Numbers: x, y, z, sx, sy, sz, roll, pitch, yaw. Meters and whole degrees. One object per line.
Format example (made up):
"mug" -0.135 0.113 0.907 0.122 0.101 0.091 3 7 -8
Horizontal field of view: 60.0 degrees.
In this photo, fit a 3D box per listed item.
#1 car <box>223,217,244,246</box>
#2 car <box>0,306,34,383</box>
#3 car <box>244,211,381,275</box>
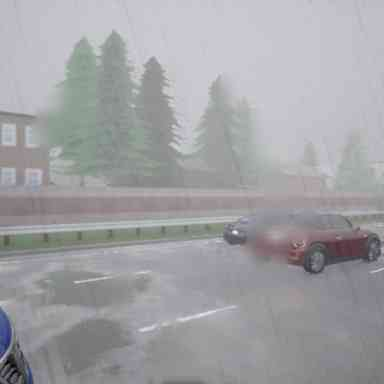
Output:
"car" 3.400 1.624 14.618 4.181 1.385 1.994 1 0 -35
"car" -3.628 1.191 1.213 5.566 2.045 2.150 1 0 -35
"car" 4.198 1.410 10.909 4.553 1.767 2.097 1 0 -35
